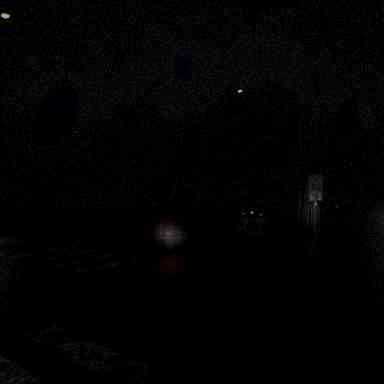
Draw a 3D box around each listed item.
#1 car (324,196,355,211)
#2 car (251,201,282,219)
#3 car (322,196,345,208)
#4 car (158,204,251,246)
[{"bbox_3d":[16.562,1.298,36.678,2.128,1.511,4.902,0,0,36],"label":"car"},{"bbox_3d":[5.719,1.388,26.827,1.994,1.385,4.181,0,0,36],"label":"car"},{"bbox_3d":[19.451,1.333,45.475,1.837,1.490,4.892,0,-1,36],"label":"car"},{"bbox_3d":[0.552,1.377,14.750,1.837,1.490,4.892,0,0,36],"label":"car"}]
